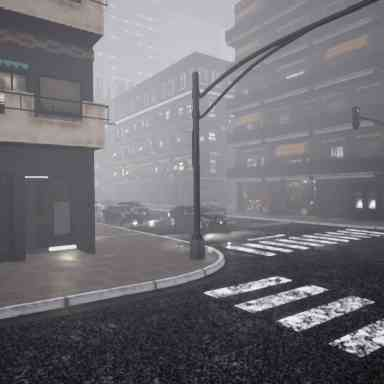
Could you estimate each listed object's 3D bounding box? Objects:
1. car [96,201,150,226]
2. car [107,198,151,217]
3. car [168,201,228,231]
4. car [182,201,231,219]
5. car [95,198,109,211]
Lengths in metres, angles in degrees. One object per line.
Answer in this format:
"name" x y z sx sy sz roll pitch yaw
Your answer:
"car" -5.182 1.632 24.527 1.947 1.339 4.313 -1 1 -36
"car" -5.300 1.540 28.887 1.837 1.490 4.892 -1 1 -36
"car" 0.268 1.534 21.209 1.837 1.490 4.892 -1 1 -36
"car" 1.198 1.512 29.152 2.008 1.369 4.403 -1 1 -36
"car" -11.347 1.568 37.244 1.812 1.442 4.674 -1 1 -36
